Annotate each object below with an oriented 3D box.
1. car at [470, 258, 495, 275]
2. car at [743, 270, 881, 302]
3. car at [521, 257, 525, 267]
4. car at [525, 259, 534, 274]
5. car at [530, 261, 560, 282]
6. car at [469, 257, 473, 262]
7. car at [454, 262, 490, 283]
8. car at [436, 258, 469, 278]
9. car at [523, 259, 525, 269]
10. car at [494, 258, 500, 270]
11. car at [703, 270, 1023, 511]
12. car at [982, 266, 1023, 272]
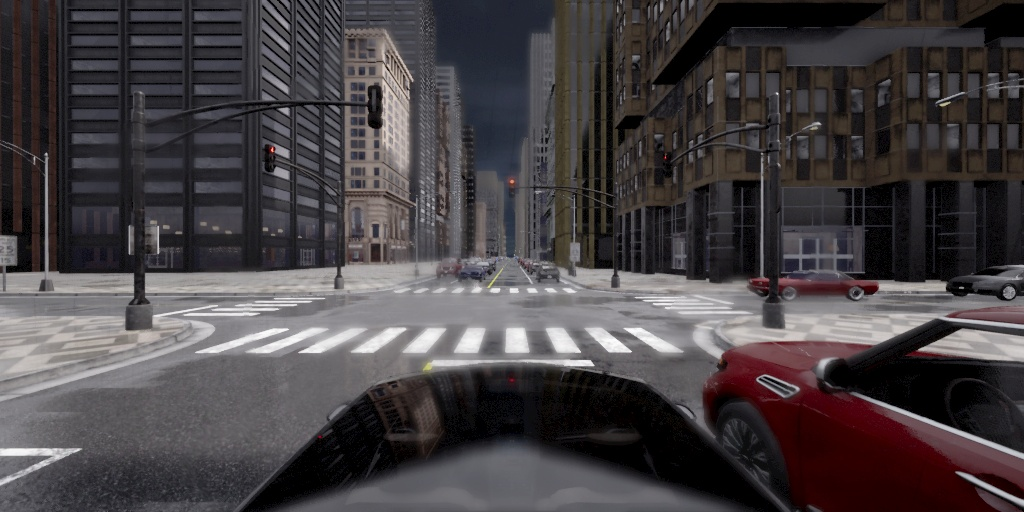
[{"bbox_3d":[-3.087,1.279,38.415,1.812,1.442,4.674,0,0,0],"label":"car"},{"bbox_3d":[13.525,1.314,16.361,4.718,1.301,1.895,0,0,0],"label":"car"},{"bbox_3d":[2.782,1.199,56.391,1.967,1.591,4.097,0,0,0],"label":"car"},{"bbox_3d":[2.776,1.304,39.469,2.007,1.370,4.403,0,0,0],"label":"car"},{"bbox_3d":[2.772,1.302,28.188,2.007,1.370,4.403,0,0,0],"label":"car"},{"bbox_3d":[-5.749,1.193,39.464,1.967,1.591,4.097,0,0,0],"label":"car"},{"bbox_3d":[-3.090,1.352,28.447,1.895,1.301,4.718,0,0,0],"label":"car"},{"bbox_3d":[-5.751,1.067,33.822,2.192,1.841,5.009,0,0,0],"label":"car"},{"bbox_3d":[2.778,1.300,45.110,1.888,1.381,4.507,0,0,0],"label":"car"},{"bbox_3d":[-3.076,1.304,48.784,2.033,1.411,5.357,0,0,0],"label":"car"},{"bbox_3d":[2.763,1.065,1.215,2.192,1.841,5.009,0,0,0],"label":"car"},{"bbox_3d":[22.959,1.197,16.404,4.892,1.490,1.837,0,0,0],"label":"car"}]
